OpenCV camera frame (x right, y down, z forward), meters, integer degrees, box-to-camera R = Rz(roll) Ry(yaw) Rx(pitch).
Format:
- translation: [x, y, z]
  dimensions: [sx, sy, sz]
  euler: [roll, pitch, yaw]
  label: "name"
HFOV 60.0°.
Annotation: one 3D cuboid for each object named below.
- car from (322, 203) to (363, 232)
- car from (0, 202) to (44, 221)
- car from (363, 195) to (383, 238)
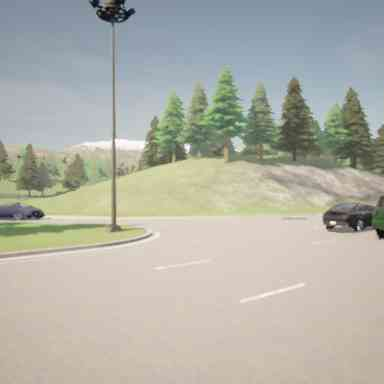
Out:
- translation: [9.470, 1.374, 19.092]
  dimensions: [4.892, 1.490, 1.837]
  euler: [0, 0, -35]
  label: "car"
- translation: [-13.910, 1.537, 26.583]
  dimensions: [4.181, 1.385, 1.994]
  euler: [0, 0, 24]
  label: "car"
- translation: [10.670, 1.098, 15.651]
  dimensions: [5.566, 2.045, 2.150]
  euler: [0, 0, -35]
  label: "car"
